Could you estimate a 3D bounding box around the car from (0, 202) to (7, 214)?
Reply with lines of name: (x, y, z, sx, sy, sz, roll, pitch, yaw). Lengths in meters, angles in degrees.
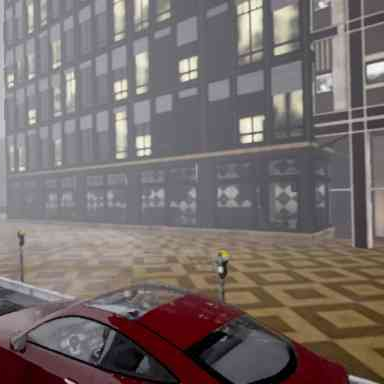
car: (-21.991, 1.823, 38.216, 1.967, 1.590, 4.097, -2, -1, 36)

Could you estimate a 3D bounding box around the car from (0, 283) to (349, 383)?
car: (-0.647, 1.609, 3.280, 4.206, 1.307, 1.802, -1, -1, 36)
